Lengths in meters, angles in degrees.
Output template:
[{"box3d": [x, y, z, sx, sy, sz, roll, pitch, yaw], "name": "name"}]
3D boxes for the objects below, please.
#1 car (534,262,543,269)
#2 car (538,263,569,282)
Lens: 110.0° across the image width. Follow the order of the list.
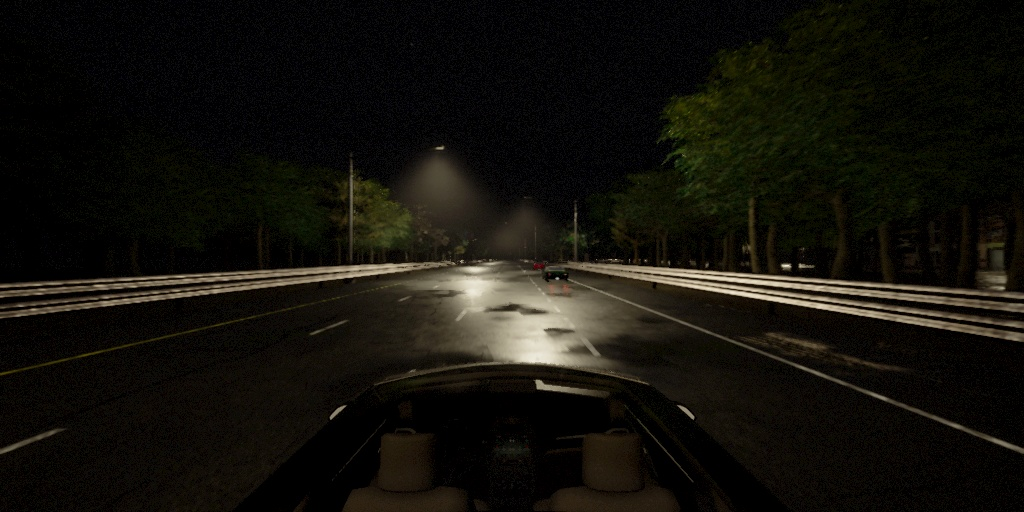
[{"box3d": [5.030, 1.672, 63.745, 1.994, 1.385, 4.181, 0, 0, 11], "name": "car"}, {"box3d": [3.604, 1.518, 30.692, 1.895, 1.301, 4.718, 0, 0, 0], "name": "car"}]
